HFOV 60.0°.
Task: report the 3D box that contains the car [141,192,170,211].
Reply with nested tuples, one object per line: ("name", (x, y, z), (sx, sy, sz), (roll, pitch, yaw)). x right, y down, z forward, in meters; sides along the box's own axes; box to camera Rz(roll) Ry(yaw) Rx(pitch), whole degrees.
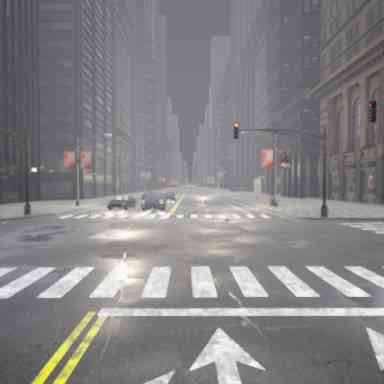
("car", (-3.504, 0.822, 31.413), (2.097, 1.767, 4.553), (0, 1, 0))

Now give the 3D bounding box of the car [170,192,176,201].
("car", (-3.549, 0.638, 53.205), (2.033, 1.411, 5.357), (0, 1, 0))

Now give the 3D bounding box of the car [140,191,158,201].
("car", (-6.797, 0.638, 53.228), (2.033, 1.411, 5.357), (0, 1, 0))

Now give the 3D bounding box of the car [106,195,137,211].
("car", (-6.736, 0.995, 32.650), (2.033, 1.411, 5.357), (0, 1, 3))
